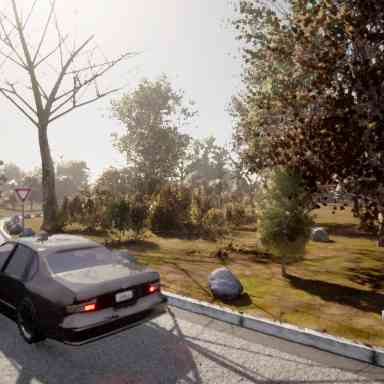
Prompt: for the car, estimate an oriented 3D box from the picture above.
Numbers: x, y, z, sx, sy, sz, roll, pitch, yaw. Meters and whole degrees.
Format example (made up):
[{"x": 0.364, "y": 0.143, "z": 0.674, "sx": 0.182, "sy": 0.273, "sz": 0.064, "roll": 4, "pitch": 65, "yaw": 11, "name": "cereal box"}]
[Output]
[{"x": -2.834, "y": 1.560, "z": 6.460, "sx": 5.357, "sy": 1.411, "sz": 2.033, "roll": 0, "pitch": 0, "yaw": 42, "name": "car"}]
